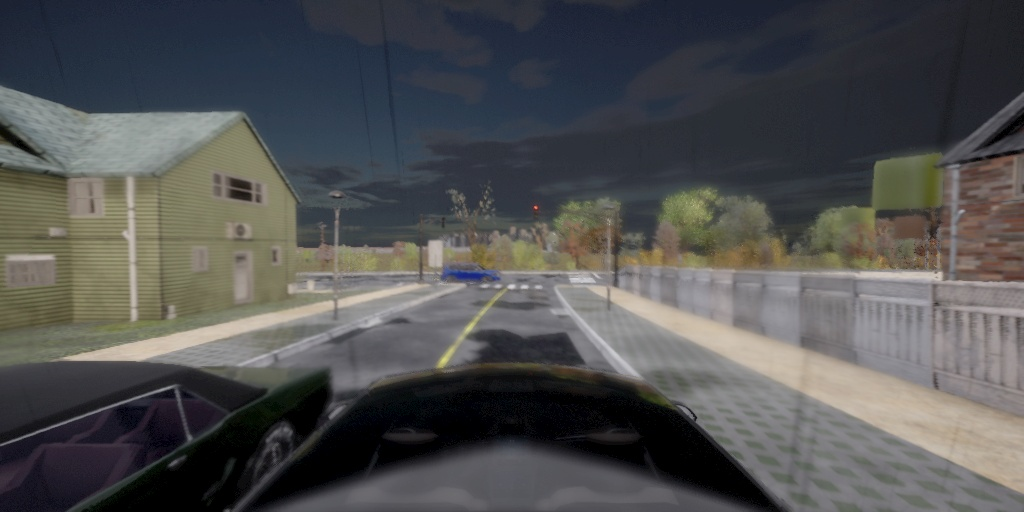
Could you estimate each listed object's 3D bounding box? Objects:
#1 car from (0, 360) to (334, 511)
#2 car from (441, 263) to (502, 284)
[{"bbox_3d":[-2.809,1.343,1.535,1.895,1.301,4.718,0,-1,0],"label":"car"},{"bbox_3d":[-3.738,1.656,33.106,5.566,2.045,2.150,0,2,8],"label":"car"}]
